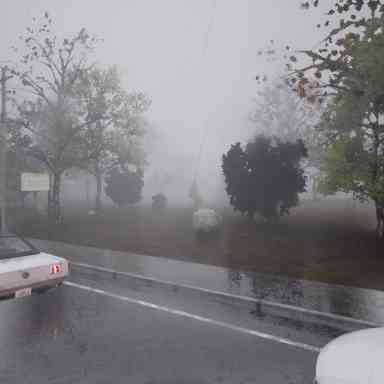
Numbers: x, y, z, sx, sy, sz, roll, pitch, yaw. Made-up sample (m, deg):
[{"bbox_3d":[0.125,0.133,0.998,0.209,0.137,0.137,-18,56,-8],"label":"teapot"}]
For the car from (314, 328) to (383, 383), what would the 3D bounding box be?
[{"bbox_3d":[3.100,1.526,1.797,4.674,1.442,1.812,0,0,35],"label":"car"}]

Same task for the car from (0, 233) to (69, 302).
[{"bbox_3d":[-4.968,1.601,7.534,4.718,1.301,1.895,0,0,36],"label":"car"}]
